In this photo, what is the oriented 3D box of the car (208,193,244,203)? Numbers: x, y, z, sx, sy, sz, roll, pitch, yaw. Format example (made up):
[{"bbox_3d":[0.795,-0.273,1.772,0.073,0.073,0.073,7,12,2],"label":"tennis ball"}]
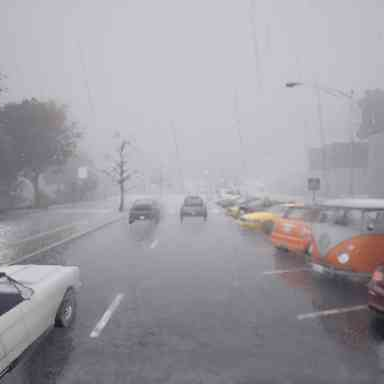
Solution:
[{"bbox_3d":[5.124,0.857,50.169,4.792,1.488,2.163,1,0,-20],"label":"car"}]

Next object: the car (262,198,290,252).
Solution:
[{"bbox_3d":[5.050,1.230,11.377,4.553,1.767,2.185,0,1,-20],"label":"car"}]

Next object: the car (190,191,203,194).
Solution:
[{"bbox_3d":[0.123,0.933,41.190,1.837,1.490,4.892,0,1,0],"label":"car"}]

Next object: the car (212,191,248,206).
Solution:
[{"bbox_3d":[5.100,0.993,35.241,4.892,1.521,2.231,1,1,-20],"label":"car"}]

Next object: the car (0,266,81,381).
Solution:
[{"bbox_3d":[-2.897,1.562,3.857,1.895,1.301,4.718,0,1,0],"label":"car"}]

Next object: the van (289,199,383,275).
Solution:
[{"bbox_3d":[4.970,1.172,8.348,4.442,1.987,1.878,0,1,-20],"label":"van"}]

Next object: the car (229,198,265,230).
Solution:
[{"bbox_3d":[4.907,1.257,17.288,5.366,1.575,1.946,0,1,-20],"label":"car"}]

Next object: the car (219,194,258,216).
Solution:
[{"bbox_3d":[4.911,1.158,23.253,5.366,1.575,1.946,0,1,-20],"label":"car"}]

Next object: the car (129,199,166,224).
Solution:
[{"bbox_3d":[-2.887,1.200,21.776,1.837,1.490,4.892,0,1,0],"label":"car"}]

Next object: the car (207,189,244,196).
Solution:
[{"bbox_3d":[5.121,0.703,38.239,5.566,2.045,2.435,1,0,-20],"label":"car"}]

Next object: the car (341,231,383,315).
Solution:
[{"bbox_3d":[5.069,1.474,5.419,4.674,1.452,2.002,1,0,-20],"label":"car"}]

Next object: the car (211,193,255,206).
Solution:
[{"bbox_3d":[5.100,0.920,41.206,5.008,1.535,2.097,1,1,-20],"label":"car"}]

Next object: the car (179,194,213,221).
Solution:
[{"bbox_3d":[0.115,1.154,23.800,2.128,1.511,4.902,0,1,0],"label":"car"}]

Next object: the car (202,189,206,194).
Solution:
[{"bbox_3d":[4.930,0.765,56.054,5.366,1.575,1.946,1,1,-20],"label":"car"}]

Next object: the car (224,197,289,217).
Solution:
[{"bbox_3d":[5.081,1.156,26.302,4.674,1.452,2.002,0,1,-20],"label":"car"}]
